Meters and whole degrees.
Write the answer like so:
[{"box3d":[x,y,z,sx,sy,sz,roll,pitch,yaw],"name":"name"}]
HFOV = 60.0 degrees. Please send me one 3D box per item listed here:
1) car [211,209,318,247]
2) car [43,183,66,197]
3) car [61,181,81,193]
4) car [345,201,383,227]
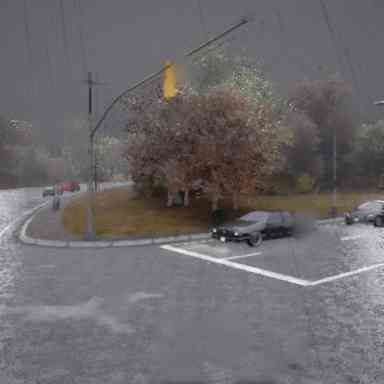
[{"box3d":[3.437,1.503,15.061,5.357,1.411,2.033,-1,0,-35],"name":"car"},{"box3d":[-20.670,-0.042,49.404,1.837,1.490,4.892,0,4,-7],"name":"car"},{"box3d":[-21.757,-0.985,59.500,2.150,2.045,5.566,0,4,-1],"name":"car"},{"box3d":[11.486,1.286,20.773,4.674,1.442,1.812,-2,1,-36],"name":"car"}]
